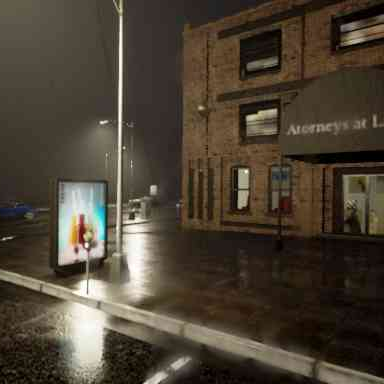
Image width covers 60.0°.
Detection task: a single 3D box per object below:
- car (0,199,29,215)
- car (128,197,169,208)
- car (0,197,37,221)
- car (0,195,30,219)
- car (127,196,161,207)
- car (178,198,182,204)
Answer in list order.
[{"bbox_3d":[-17.702,1.417,30.319,1.895,1.301,4.718,1,1,33],"label":"car"},{"bbox_3d":[-5.108,1.304,42.104,2.033,1.411,5.357,1,1,36],"label":"car"},{"bbox_3d":[-13.884,1.398,24.178,1.882,1.535,5.008,1,1,36],"label":"car"},{"bbox_3d":[-15.963,1.221,27.107,2.097,1.767,4.553,1,1,35],"label":"car"},{"bbox_3d":[-6.481,1.302,45.726,1.895,1.301,4.718,1,1,36],"label":"car"},{"bbox_3d":[-0.369,1.168,54.050,1.812,1.442,4.674,1,1,37],"label":"car"}]
